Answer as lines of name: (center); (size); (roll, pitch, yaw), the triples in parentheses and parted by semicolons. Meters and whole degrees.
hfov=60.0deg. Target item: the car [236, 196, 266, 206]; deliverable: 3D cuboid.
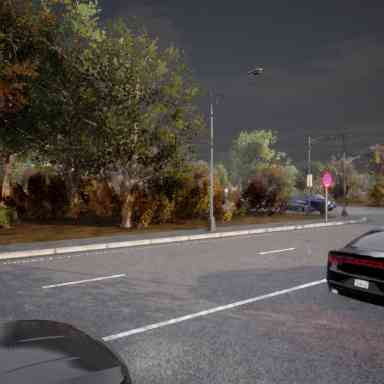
car: (9.774, 1.457, 55.323); (2.128, 1.511, 4.902); (0, 0, -32)

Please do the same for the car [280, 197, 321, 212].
car: (12.118, 1.564, 38.193); (1.994, 1.385, 4.181); (0, 0, -32)

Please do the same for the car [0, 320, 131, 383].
car: (-2.697, 1.505, 1.815); (4.892, 1.490, 1.837); (0, 0, -36)

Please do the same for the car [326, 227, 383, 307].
car: (5.022, 1.478, 7.349); (5.008, 1.535, 1.882); (0, 0, -36)

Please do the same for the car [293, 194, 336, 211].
car: (14.720, 1.221, 40.663); (2.150, 2.045, 5.566); (0, 0, -31)

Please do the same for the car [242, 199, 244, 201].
car: (7.591, 1.522, 45.319); (1.812, 1.442, 4.674); (0, 0, -32)
